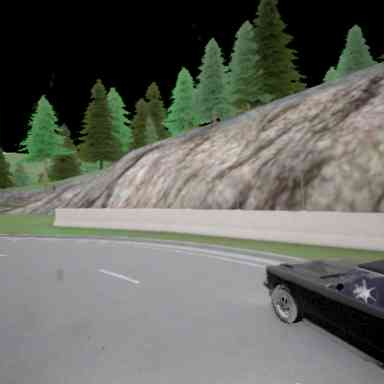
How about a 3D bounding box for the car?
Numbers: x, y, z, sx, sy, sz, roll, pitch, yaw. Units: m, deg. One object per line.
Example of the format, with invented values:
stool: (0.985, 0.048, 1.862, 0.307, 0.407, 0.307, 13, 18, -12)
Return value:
car: (2.812, 1.508, 4.341, 1.895, 1.301, 4.718, -2, 0, -17)
